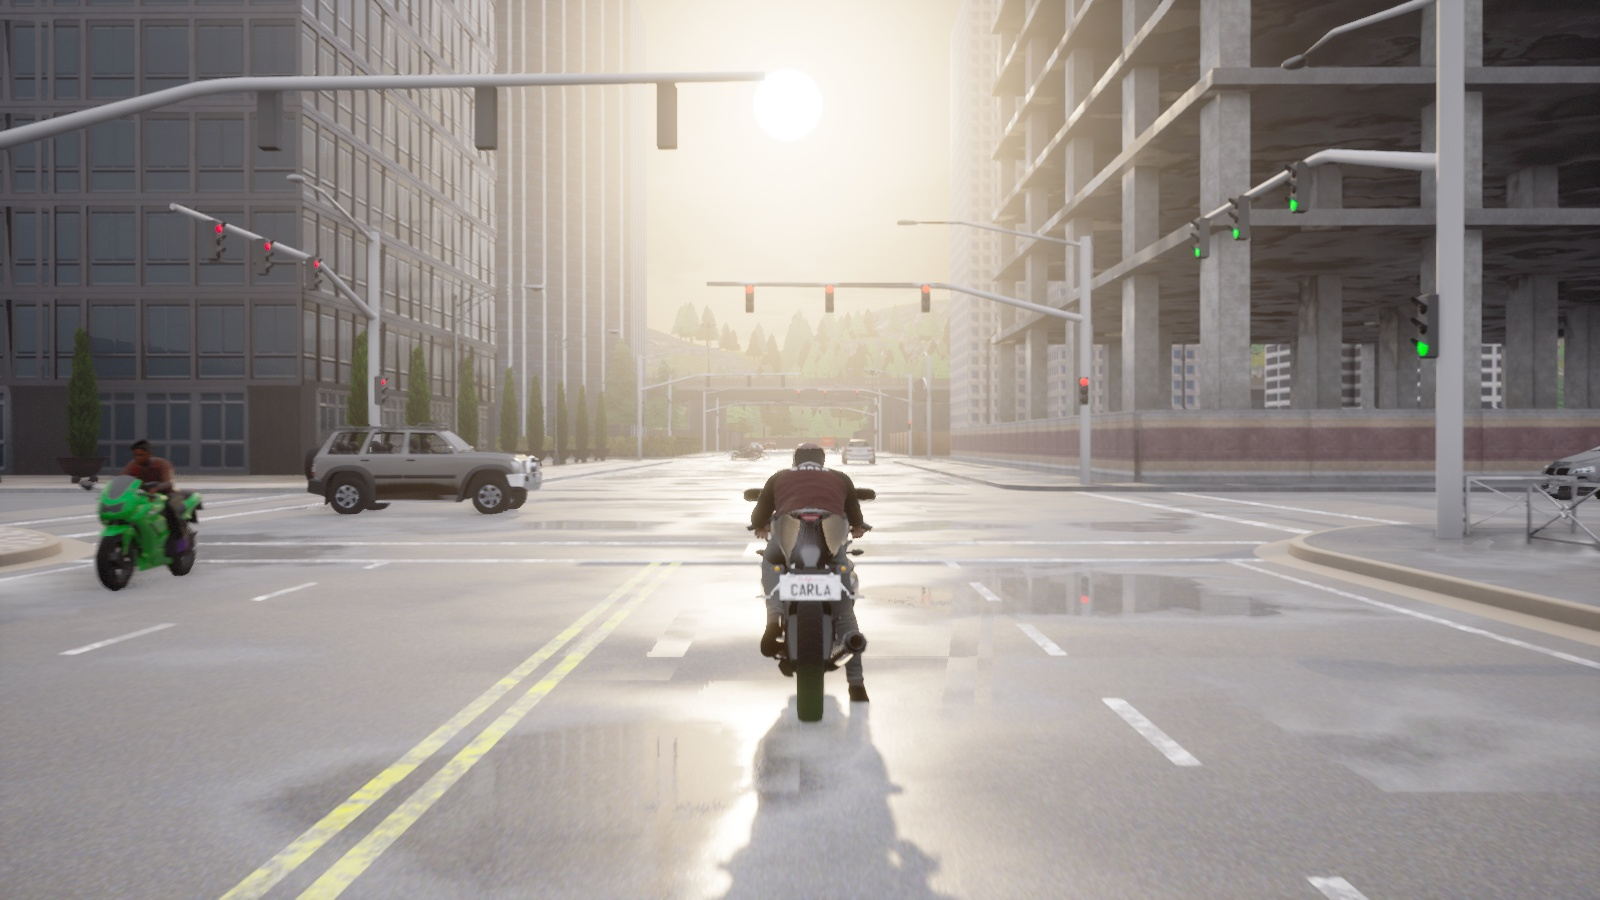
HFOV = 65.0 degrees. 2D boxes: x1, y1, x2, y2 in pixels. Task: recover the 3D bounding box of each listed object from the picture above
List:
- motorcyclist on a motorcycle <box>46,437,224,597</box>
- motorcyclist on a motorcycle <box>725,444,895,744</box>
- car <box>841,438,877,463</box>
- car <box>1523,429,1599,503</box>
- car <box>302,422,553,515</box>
[{"bbox_3d":[-6.856,0.637,13.081,0.797,1.523,2.044,0,0,-1],"label":"motorcyclist on a motorcycle"},{"bbox_3d":[0.058,0.732,7.519,0.866,1.530,2.191,0,0,0],"label":"motorcyclist on a motorcycle"},{"bbox_3d":[4.007,0.029,86.189,2.242,1.667,4.611,0,0,0],"label":"car"},{"bbox_3d":[19.965,0.357,29.547,4.611,1.667,2.242,0,0,0],"label":"car"},{"bbox_3d":[-7.581,0.359,25.905,4.605,1.855,1.932,0,0,-1],"label":"car"}]
